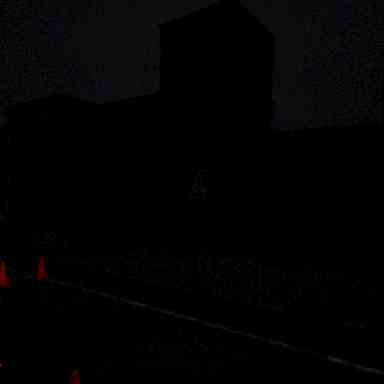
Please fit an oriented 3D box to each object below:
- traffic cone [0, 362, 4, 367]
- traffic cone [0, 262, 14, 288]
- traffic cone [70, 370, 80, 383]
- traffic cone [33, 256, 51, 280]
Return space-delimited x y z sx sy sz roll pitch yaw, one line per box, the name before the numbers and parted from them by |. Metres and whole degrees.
traffic cone | -2.713 1.997 4.351 0.340 0.580 0.340 0 -1 37
traffic cone | -4.724 2.053 8.346 0.340 0.580 0.340 -1 -1 36
traffic cone | -1.110 1.988 3.154 0.340 0.580 0.340 0 -1 37
traffic cone | -4.126 2.066 9.149 0.340 0.580 0.340 -1 -1 37
